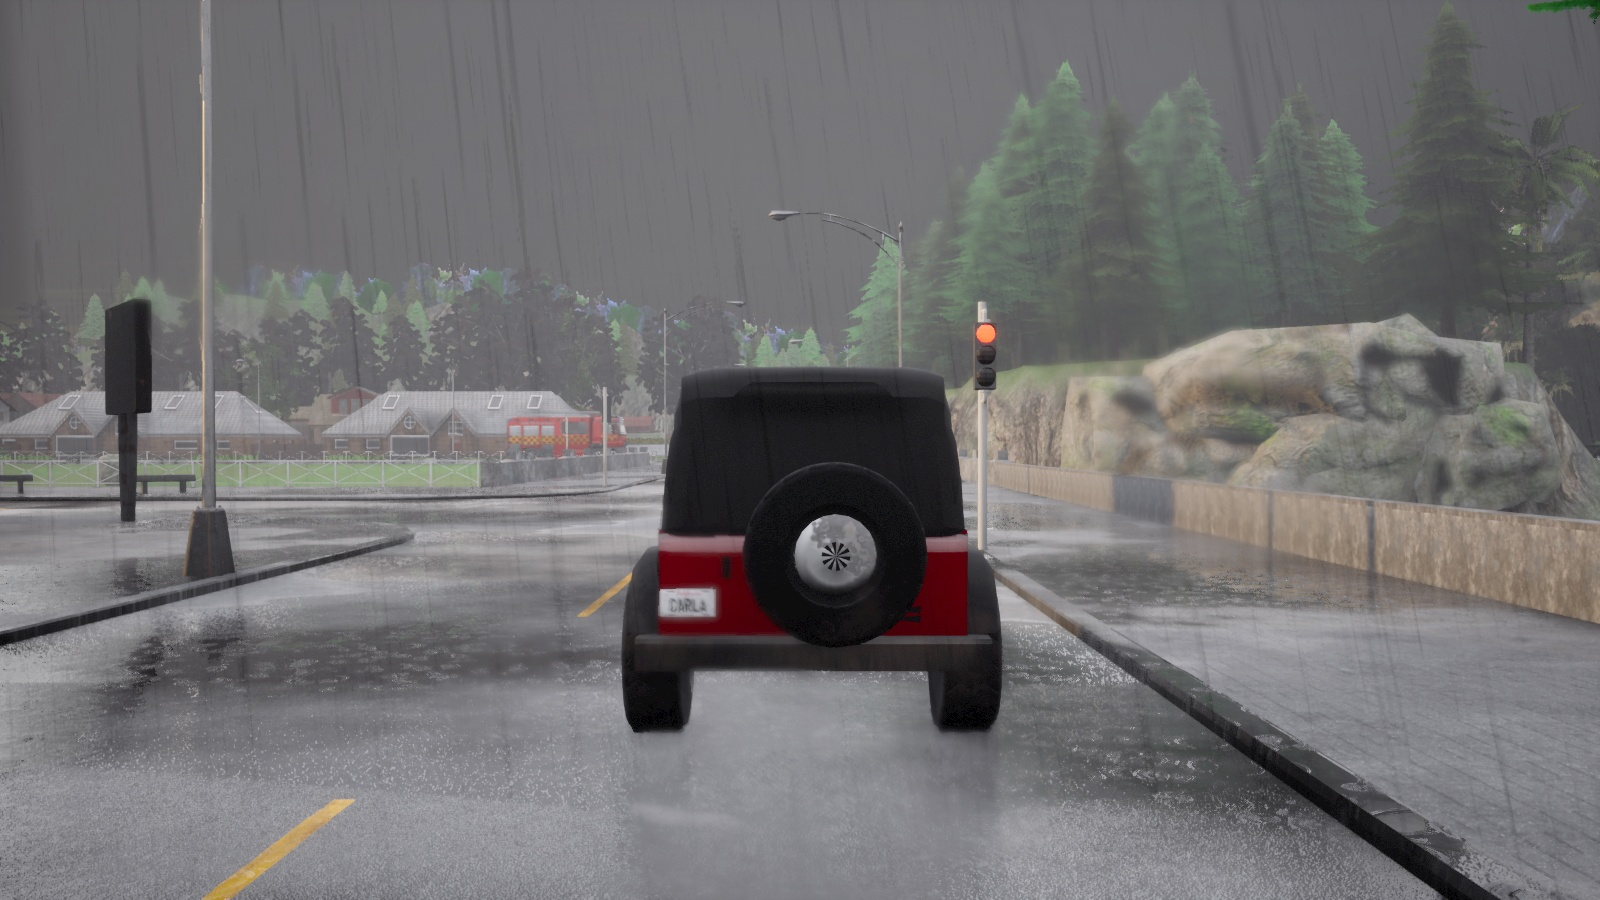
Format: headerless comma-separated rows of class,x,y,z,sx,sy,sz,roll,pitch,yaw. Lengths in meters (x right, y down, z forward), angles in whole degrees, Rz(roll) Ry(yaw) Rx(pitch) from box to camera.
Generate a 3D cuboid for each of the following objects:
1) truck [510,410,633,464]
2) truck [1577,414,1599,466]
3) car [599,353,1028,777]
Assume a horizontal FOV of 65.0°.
truck,-16.666,-0.951,92.043,8.468,3.827,2.891,0,0,0
truck,53.931,-0.649,80.899,2.891,3.462,7.936,0,0,0
car,0.062,0.500,7.508,1.905,1.878,3.866,0,0,0
